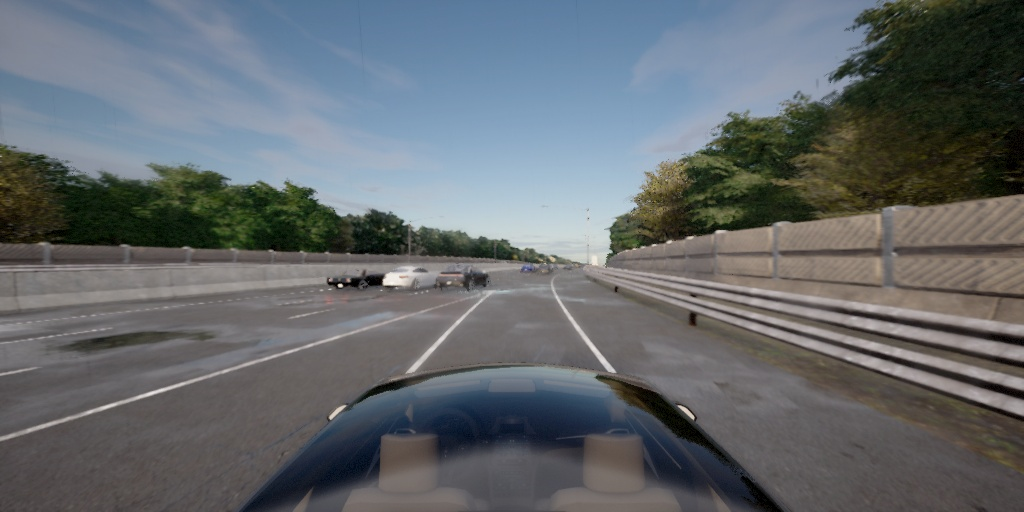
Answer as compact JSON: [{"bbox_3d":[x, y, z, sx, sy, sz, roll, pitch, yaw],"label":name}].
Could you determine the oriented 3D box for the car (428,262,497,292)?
[{"bbox_3d":[-2.787,1.277,21.528,2.128,1.511,4.902,0,-1,14],"label":"car"}]

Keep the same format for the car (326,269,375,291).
[{"bbox_3d":[-9.566,1.479,23.262,1.895,1.301,4.718,0,-1,14],"label":"car"}]

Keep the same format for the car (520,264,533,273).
[{"bbox_3d":[2.678,2.005,57.450,1.812,1.442,4.674,0,-1,14],"label":"car"}]

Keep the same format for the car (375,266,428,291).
[{"bbox_3d":[-6.196,1.360,22.383,1.812,1.442,4.674,-2,-1,14],"label":"car"}]

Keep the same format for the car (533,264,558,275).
[{"bbox_3d":[4.860,1.875,51.797,2.128,1.511,4.902,0,-1,14],"label":"car"}]
